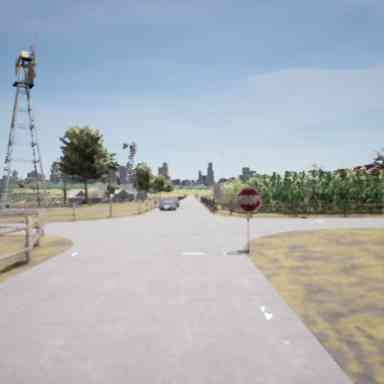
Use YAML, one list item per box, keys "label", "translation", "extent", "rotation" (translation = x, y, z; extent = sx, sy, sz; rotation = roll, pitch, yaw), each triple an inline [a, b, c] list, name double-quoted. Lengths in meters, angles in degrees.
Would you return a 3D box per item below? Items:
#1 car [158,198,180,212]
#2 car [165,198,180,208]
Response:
- label: "car"
  translation: [-2.738, 1.457, 38.231]
  extent: [2.128, 1.511, 4.902]
  rotation: [0, 1, 0]
- label: "car"
  translation: [-2.736, 1.599, 48.522]
  extent: [1.895, 1.301, 4.718]
  rotation: [0, 0, 0]
